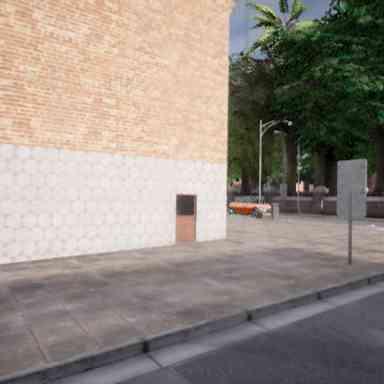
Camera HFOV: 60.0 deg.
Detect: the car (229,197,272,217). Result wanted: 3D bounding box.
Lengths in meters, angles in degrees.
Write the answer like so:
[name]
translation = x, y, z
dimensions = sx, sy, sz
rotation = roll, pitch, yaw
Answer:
[car]
translation = 5.400, 1.296, 29.408
dimensions = 2.097, 1.767, 4.553
rotation = 1, -1, -35
